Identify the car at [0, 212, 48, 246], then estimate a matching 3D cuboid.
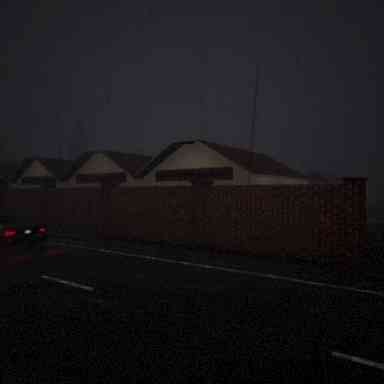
[{"bbox_3d":[-8.269,1.560,14.066,5.357,1.411,2.033,0,0,36],"label":"car"}]
